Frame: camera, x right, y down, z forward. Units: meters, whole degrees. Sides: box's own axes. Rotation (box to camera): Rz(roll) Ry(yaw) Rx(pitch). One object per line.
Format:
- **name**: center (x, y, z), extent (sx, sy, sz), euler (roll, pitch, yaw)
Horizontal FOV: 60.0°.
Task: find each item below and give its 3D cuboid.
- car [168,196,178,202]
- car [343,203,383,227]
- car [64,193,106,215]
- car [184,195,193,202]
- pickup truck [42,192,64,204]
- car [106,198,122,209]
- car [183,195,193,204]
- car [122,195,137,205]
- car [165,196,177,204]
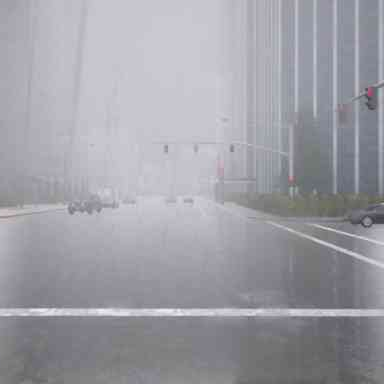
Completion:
- **car**: center (-4.324, 1.540, 75.238), extent (2.033, 1.411, 5.357), euler (0, 0, 0)
- **car**: center (12.634, 1.505, 22.053), extent (4.892, 1.490, 1.837), euler (0, 0, 0)
- **car**: center (-11.085, 1.221, 34.864), extent (2.150, 2.045, 5.566), euler (0, 0, -1)
- **car**: center (-0.828, 1.386, 75.567), extent (1.882, 1.535, 5.008), euler (0, 0, 0)
- **pickup truck**: center (-24.321, 1.059, 60.016), extent (2.390, 2.098, 6.274), euler (0, 0, 30)
- **car**: center (-11.171, 1.564, 44.907), extent (1.994, 1.385, 4.181), euler (0, 0, 0)
- **car**: center (-0.743, 1.526, 65.316), extent (1.812, 1.442, 4.674), euler (0, 0, 0)
- **car**: center (-11.263, 1.352, 59.694), extent (2.097, 1.767, 4.553), euler (0, 0, 0)
- **car**: center (-4.140, 1.601, 64.977), extent (1.895, 1.301, 4.718), euler (0, 0, 0)
